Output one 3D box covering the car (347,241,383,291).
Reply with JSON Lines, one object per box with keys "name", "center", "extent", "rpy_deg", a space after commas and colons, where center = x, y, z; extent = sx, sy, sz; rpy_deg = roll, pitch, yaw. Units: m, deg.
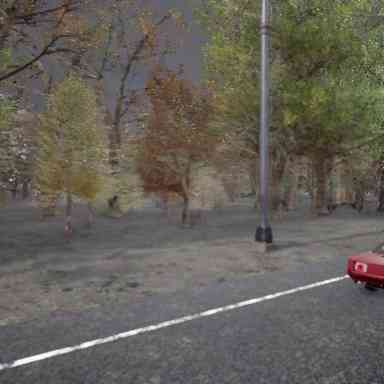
{"name": "car", "center": [5.787, 1.646, 7.875], "extent": [4.718, 1.301, 1.895], "rpy_deg": [0, 0, -35]}
